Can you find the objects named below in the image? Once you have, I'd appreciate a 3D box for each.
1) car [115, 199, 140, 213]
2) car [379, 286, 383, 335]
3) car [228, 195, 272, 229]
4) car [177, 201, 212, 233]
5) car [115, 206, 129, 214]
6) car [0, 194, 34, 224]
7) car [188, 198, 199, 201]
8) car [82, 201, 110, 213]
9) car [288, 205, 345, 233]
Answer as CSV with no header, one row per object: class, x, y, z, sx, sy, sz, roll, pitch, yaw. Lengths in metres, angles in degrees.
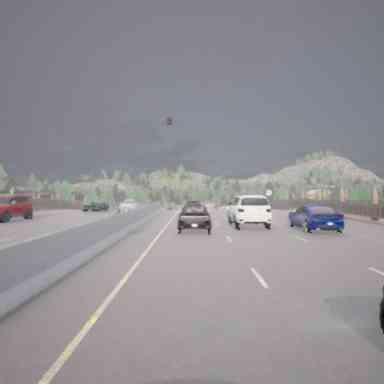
car,-7.014,1.535,37.499,1.812,1.442,4.674,0,0,0
car,3.624,1.481,2.779,1.882,1.535,5.008,0,0,0
car,3.643,1.229,21.709,2.150,2.045,5.566,0,0,0
car,0.138,1.496,19.473,2.128,1.511,4.902,0,0,0
car,-13.868,3.548,66.093,1.994,1.385,4.181,0,-7,0
car,-14.046,1.214,25.039,2.150,2.045,5.566,0,0,0
car,0.186,1.598,42.223,1.837,1.490,4.892,0,-2,0
car,-10.520,1.602,36.578,1.895,1.301,4.718,0,0,0
car,7.139,1.488,19.616,1.882,1.535,5.008,0,0,0
